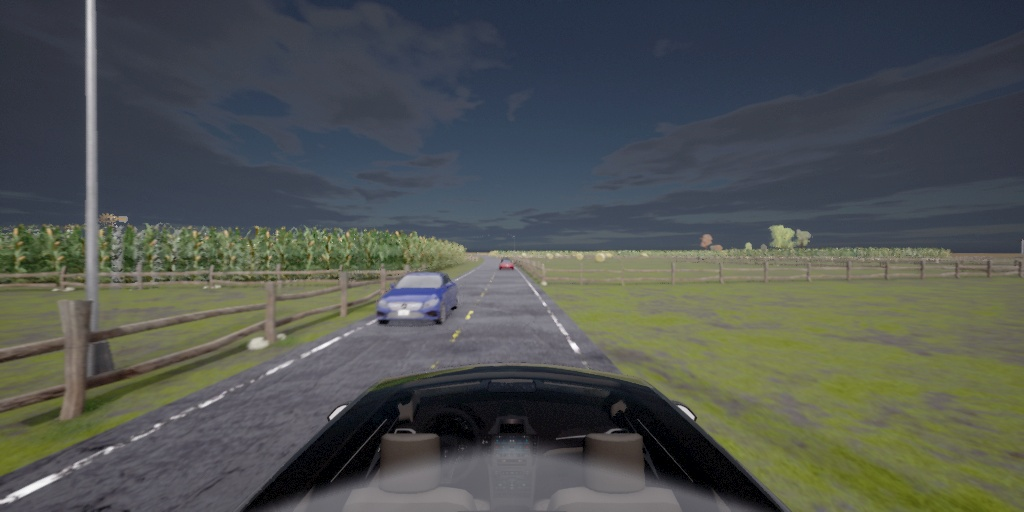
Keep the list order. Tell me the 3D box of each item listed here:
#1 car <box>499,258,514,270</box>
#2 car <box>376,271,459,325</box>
[{"bbox_3d":[-0.722,1.122,47.792,1.994,1.385,4.181,0,0,-2],"label":"car"},{"bbox_3d":[-2.869,1.239,11.821,1.812,1.442,4.674,0,0,0],"label":"car"}]
